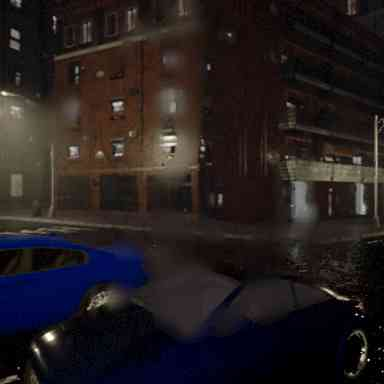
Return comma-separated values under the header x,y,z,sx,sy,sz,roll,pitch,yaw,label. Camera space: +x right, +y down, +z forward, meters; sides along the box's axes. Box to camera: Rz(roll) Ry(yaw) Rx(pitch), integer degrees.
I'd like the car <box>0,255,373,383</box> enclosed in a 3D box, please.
x,y,z,sx,sy,sz,roll,pitch,yaw,label
0.284,1.588,3.927,4.181,1.385,1.994,1,0,-36,car

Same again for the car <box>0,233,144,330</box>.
x,y,z,sx,sy,sz,roll,pitch,yaw,label
-3.158,1.485,5.449,5.008,1.535,1.882,1,0,-36,car
